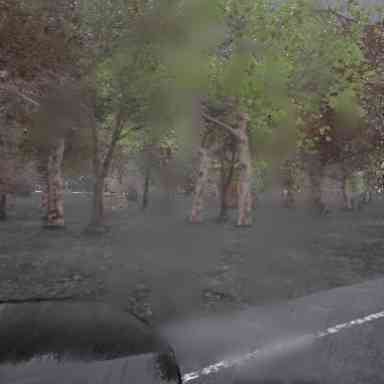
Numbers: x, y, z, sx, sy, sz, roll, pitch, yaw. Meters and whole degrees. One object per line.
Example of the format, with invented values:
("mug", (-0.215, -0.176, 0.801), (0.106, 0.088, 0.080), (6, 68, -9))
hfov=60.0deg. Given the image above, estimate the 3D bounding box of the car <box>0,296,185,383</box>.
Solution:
("car", (-2.509, 1.217, 1.173), (5.566, 2.045, 2.150), (0, 0, -33))
